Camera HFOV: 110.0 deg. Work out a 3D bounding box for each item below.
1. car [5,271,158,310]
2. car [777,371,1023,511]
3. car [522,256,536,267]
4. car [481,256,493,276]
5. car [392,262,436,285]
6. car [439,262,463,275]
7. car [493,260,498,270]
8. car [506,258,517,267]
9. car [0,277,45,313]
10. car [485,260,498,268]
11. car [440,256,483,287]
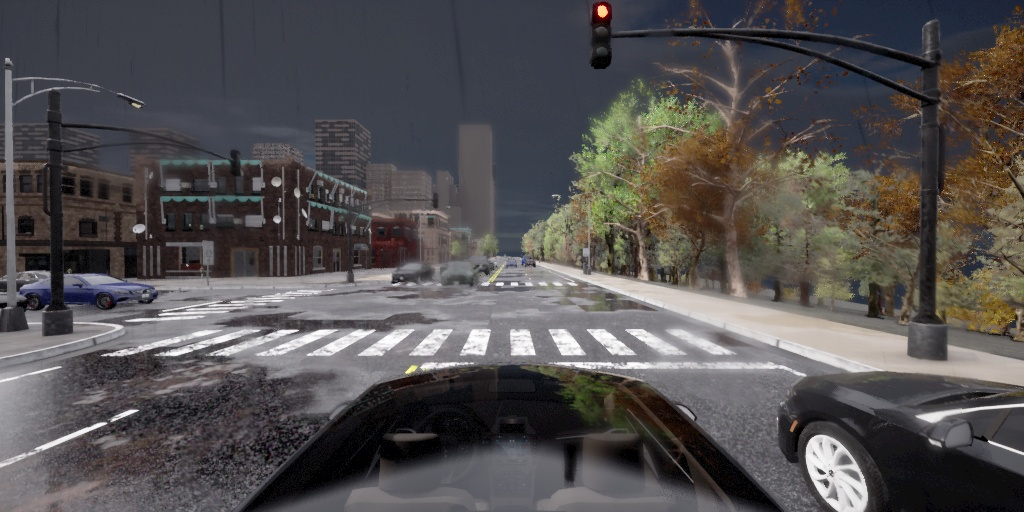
[{"bbox_3d":[-18.095,1.475,15.371,4.674,1.442,1.812,-1,1,-1],"label":"car"},{"bbox_3d":[3.366,1.255,1.255,1.837,1.490,4.892,0,0,-2],"label":"car"},{"bbox_3d":[3.203,1.231,63.655,1.837,1.490,4.892,0,0,0],"label":"car"},{"bbox_3d":[-3.432,0.962,37.061,2.150,2.045,5.566,0,0,0],"label":"car"},{"bbox_3d":[-7.078,1.221,26.258,1.882,1.535,5.008,0,0,5],"label":"car"},{"bbox_3d":[-6.684,1.338,39.599,1.895,1.301,4.718,0,0,0],"label":"car"},{"bbox_3d":[-3.458,1.297,49.948,1.994,1.385,4.181,0,0,0],"label":"car"},{"bbox_3d":[-0.047,1.274,63.953,2.033,1.411,5.357,0,0,0],"label":"car"},{"bbox_3d":[-19.973,1.565,12.631,4.313,1.339,1.948,0,0,0],"label":"car"},{"bbox_3d":[-3.451,1.329,60.794,1.895,1.301,4.718,0,0,0],"label":"car"},{"bbox_3d":[-3.401,1.095,24.222,2.097,1.767,4.553,0,0,0],"label":"car"}]
